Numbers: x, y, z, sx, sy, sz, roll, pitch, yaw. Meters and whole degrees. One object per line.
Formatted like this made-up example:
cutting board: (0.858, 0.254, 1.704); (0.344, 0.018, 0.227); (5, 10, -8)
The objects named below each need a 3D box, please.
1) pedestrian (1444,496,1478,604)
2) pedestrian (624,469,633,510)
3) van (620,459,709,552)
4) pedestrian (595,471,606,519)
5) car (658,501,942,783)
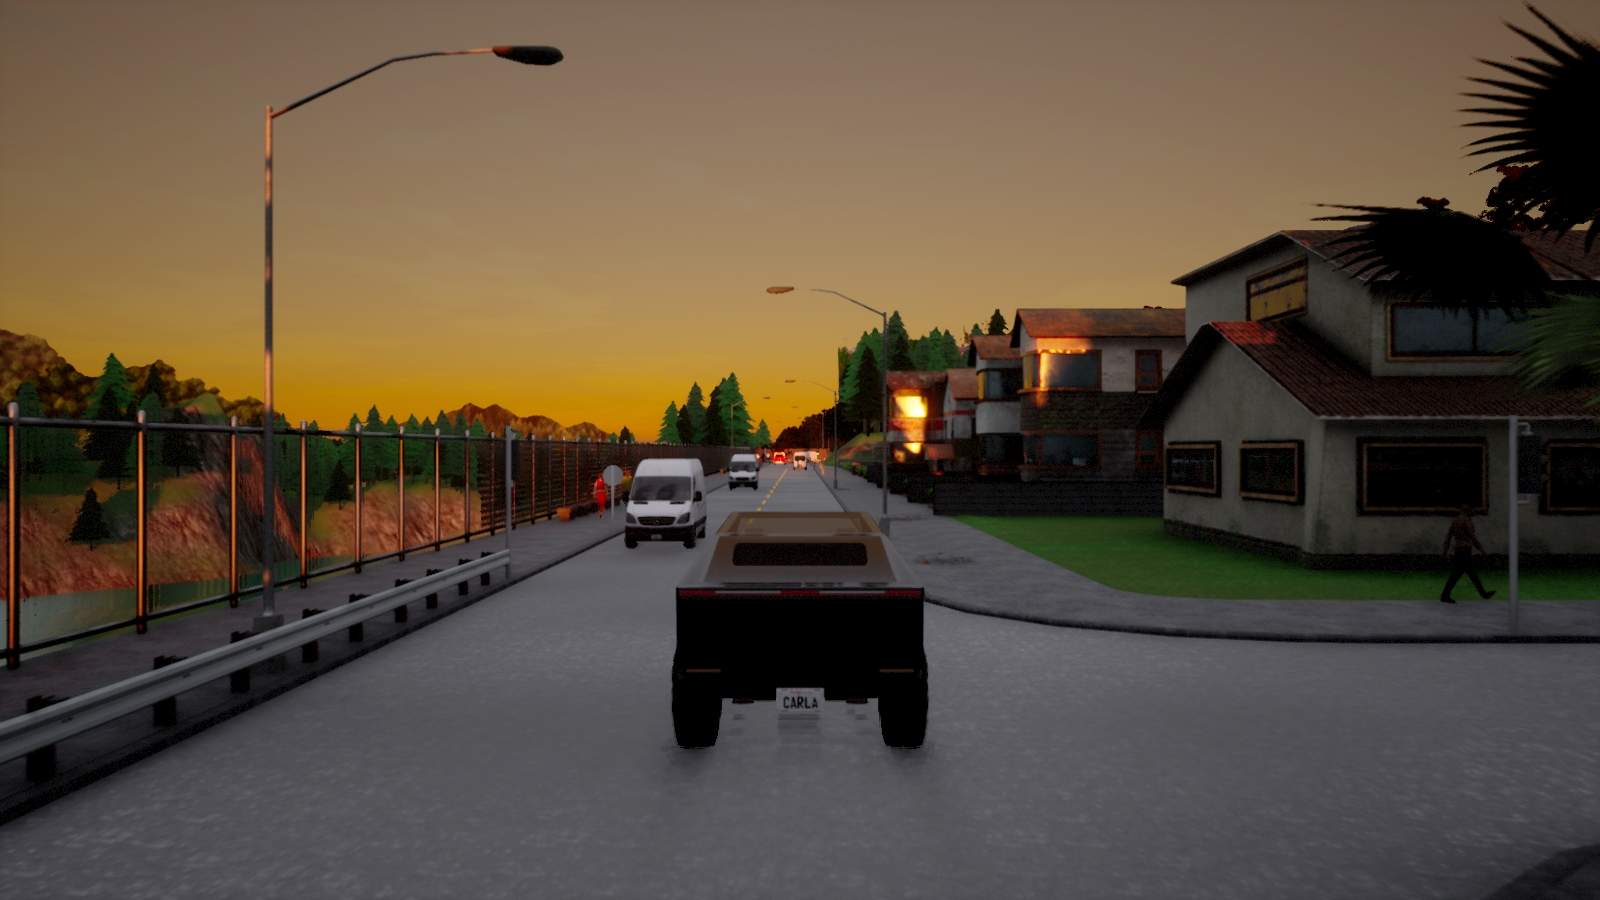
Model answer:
pedestrian: (11.581, 1.748, 20.009); (0.375, 1.860, 0.375); (0, 0, 0)
pedestrian: (-7.758, 1.776, 51.585); (0.375, 1.860, 0.375); (0, 0, -3)
van: (-3.996, 1.555, 34.714); (1.988, 2.561, 5.915); (0, 0, 0)
pedestrian: (-7.870, 1.771, 45.159); (0.375, 1.860, 0.375); (0, 0, 0)
car: (0.000, 1.761, 12.765); (2.390, 2.098, 6.274); (0, 0, 0)
